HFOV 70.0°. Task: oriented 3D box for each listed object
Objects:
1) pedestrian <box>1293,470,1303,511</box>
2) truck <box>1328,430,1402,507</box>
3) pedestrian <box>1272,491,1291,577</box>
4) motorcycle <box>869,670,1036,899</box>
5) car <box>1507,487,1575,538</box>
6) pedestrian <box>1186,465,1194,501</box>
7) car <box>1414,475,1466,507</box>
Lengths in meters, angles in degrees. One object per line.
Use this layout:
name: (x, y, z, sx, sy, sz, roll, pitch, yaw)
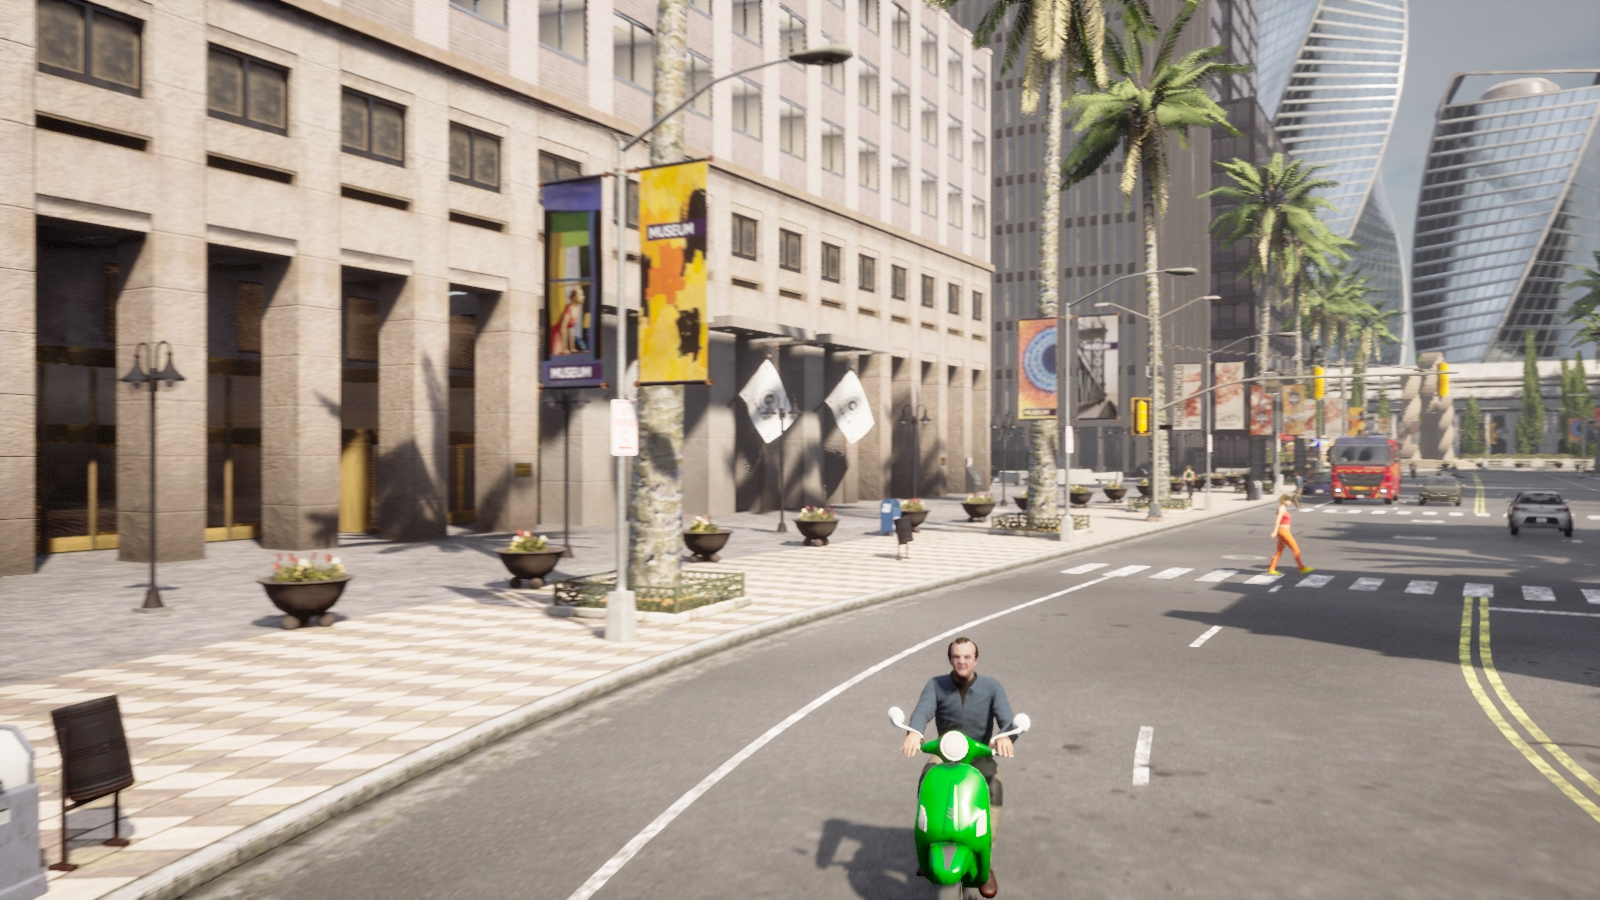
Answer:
pedestrian: (22.921, 1.869, 52.596, 0.375, 1.860, 0.375, 0, 0, 31)
truck: (30.541, 0.918, 61.546, 2.891, 3.827, 8.468, 0, 0, 31)
pedestrian: (10.649, 1.857, 25.271, 0.375, 1.860, 0.375, 0, 0, 23)
motorcycle: (1.009, 2.183, 7.128, 0.856, 1.236, 1.805, 0, 0, 13)
car: (25.237, 2.088, 39.019, 1.816, 1.474, 4.193, 0, 0, 31)
pedestrian: (20.378, 1.714, 59.747, 0.375, 1.860, 0.375, 0, 0, 21)
car: (33.123, 2.091, 59.058, 2.231, 1.480, 4.892, 0, 0, 31)
